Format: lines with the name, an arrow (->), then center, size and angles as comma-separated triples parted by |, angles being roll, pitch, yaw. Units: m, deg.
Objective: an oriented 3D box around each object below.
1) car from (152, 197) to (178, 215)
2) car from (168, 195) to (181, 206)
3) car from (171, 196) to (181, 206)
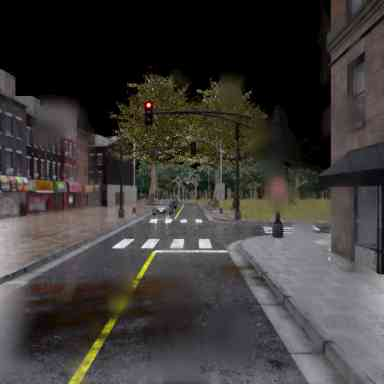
car -> -2.919, 1.529, 34.090 | 2.128, 1.511, 4.902 | 0, 0, 0
car -> -3.001, 1.457, 58.884 | 2.097, 1.767, 4.553 | 0, 0, 0
car -> -2.947, 1.617, 45.423 | 2.033, 1.411, 5.357 | 0, 0, 0
